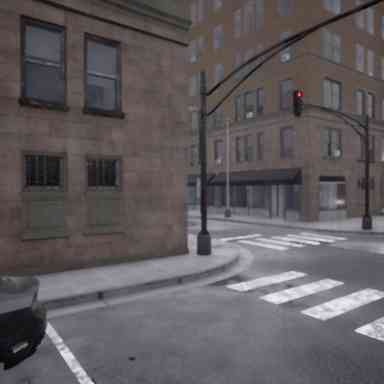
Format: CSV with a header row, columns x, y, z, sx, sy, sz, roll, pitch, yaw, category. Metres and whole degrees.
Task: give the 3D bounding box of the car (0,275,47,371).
x,y,z,sx,sy,sz,roll,pitch,yaw,category
-3.888,1.558,3.414,4.403,1.369,2.008,0,0,-36,car
